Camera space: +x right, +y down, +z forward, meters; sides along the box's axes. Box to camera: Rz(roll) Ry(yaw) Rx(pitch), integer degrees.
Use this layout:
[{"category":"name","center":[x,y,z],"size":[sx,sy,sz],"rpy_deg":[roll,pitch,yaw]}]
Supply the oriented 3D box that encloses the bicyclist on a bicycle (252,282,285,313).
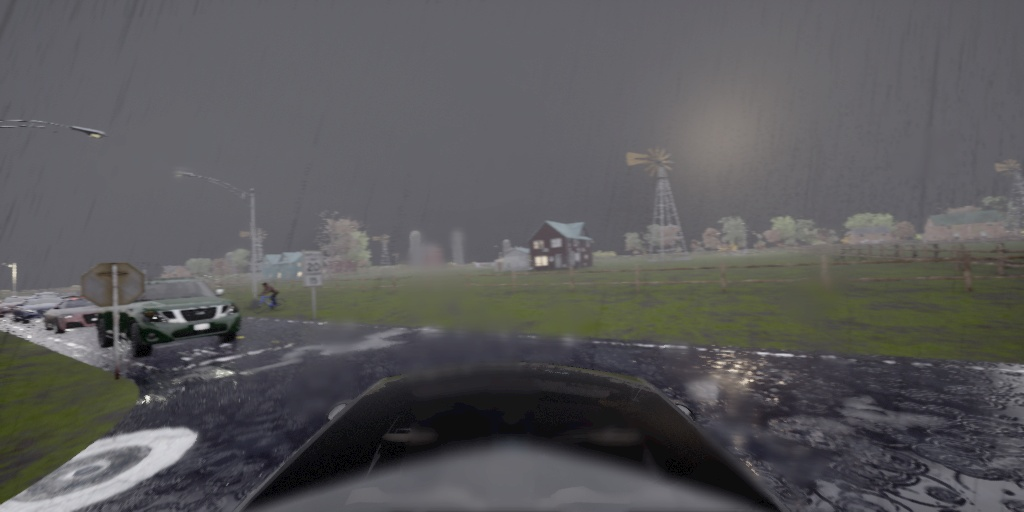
[{"category":"bicyclist on a bicycle","center":[-13.252,2.247,19.522],"size":[0.582,1.620,1.656],"rpy_deg":[-4,0,31]}]

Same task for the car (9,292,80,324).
[{"category":"car","center":[-27.713,3.104,21.220],"size":[4.674,1.442,1.812],"rpy_deg":[-4,-2,31]}]

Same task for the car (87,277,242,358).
[{"category":"car","center":[-10.607,1.680,10.976],"size":[5.566,2.045,2.150],"rpy_deg":[-4,-2,31]}]

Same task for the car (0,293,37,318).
[{"category":"car","center":[-36.410,3.674,26.457],"size":[4.674,1.442,1.812],"rpy_deg":[-4,-2,31]}]

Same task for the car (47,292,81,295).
[{"category":"car","center":[-38.719,3.881,31.216],"size":[4.902,1.511,2.128],"rpy_deg":[-4,-2,31]}]

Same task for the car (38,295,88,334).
[{"category":"car","center":[-19.138,2.581,16.093],"size":[4.181,1.385,1.994],"rpy_deg":[-4,-2,31]}]
